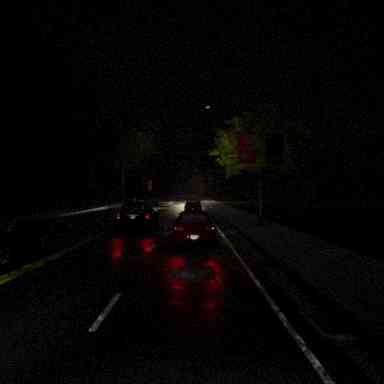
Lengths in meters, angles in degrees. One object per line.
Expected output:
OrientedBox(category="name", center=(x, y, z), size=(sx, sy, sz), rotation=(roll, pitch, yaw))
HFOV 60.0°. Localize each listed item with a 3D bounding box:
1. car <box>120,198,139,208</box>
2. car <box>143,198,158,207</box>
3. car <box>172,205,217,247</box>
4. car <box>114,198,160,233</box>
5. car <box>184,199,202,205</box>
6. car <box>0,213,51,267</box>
OrientedBox(category="car", center=(-9.826, 1.649, 52.755), size=(2.033, 1.411, 5.357), rotation=(0, 0, 0))
OrientedBox(category="car", center=(-6.579, 1.628, 52.768), size=(1.812, 1.442, 4.674), rotation=(0, 0, 0))
OrientedBox(category="car", center=(0.095, 1.548, 14.986), size=(1.812, 1.442, 4.674), rotation=(0, 0, 0))
OrientedBox(category="car", center=(-3.152, 1.383, 19.845), size=(2.097, 1.767, 4.553), rotation=(0, 0, 0))
OrientedBox(category="car", center=(0.098, 1.558, 36.883), size=(2.128, 1.511, 4.902), rotation=(0, 0, 0))
OrientedBox(category="car", center=(-6.601, 1.508, 11.535), size=(2.128, 1.511, 4.902), rotation=(0, 0, 0))
